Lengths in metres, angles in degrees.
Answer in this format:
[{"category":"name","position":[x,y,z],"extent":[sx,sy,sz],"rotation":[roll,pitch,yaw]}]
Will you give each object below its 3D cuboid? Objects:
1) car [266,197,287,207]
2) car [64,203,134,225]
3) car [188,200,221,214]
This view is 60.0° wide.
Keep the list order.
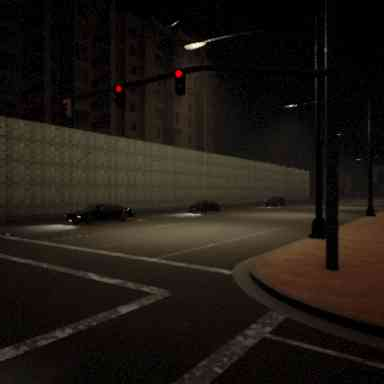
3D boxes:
[{"category":"car","position":[13.327,1.503,52.502],"extent":[1.882,1.535,5.008],"rotation":[0,0,36]},{"category":"car","position":[-6.728,1.566,24.757],"extent":[2.033,1.411,5.357],"rotation":[0,0,35]},{"category":"car","position":[1.408,1.579,36.070],"extent":[1.994,1.385,4.181],"rotation":[0,0,36]}]
